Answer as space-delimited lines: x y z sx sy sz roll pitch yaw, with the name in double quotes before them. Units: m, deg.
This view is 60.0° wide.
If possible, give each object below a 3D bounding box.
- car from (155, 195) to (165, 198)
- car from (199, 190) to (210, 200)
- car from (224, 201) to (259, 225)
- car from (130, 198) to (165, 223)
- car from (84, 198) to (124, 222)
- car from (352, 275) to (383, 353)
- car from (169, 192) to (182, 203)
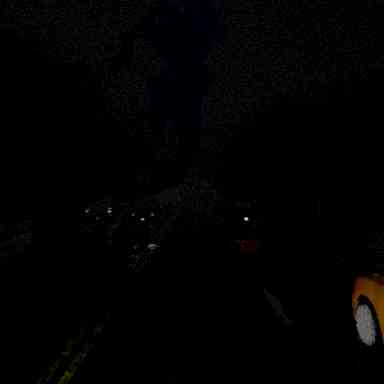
"car" -6.501 1.317 66.058 1.882 1.535 5.008 0 1 0
"car" 3.261 0.976 80.393 2.033 1.649 4.856 0 1 0
"car" 3.353 1.411 22.986 1.837 1.490 4.892 0 0 0
"car" -3.347 1.452 25.170 2.033 1.411 5.357 0 0 0
"car" -6.594 1.256 25.370 2.097 1.767 4.553 0 0 0
"car" 3.350 1.457 3.041 1.882 1.535 5.008 0 0 0
"car" -3.251 1.072 65.674 2.150 2.045 5.566 0 1 0
